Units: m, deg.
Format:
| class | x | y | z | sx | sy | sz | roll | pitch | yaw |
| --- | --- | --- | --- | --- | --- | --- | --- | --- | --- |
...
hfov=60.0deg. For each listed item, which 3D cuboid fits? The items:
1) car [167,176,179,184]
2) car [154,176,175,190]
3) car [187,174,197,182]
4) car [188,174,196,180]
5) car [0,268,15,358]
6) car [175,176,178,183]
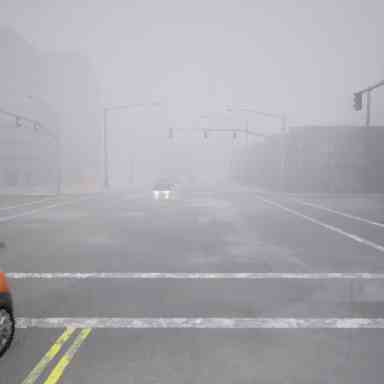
| class | x | y | z | sx | sy | sz | roll | pitch | yaw |
| --- | --- | --- | --- | --- | --- | --- | --- | --- | --- |
| car | -3.549 | -2.275 | 61.448 | 1.895 | 1.301 | 4.718 | 0 | 4 | 0 |
| car | -3.586 | -0.961 | 41.423 | 1.994 | 1.385 | 4.181 | 0 | 4 | 0 |
| car | 0.020 | -2.968 | 70.897 | 1.994 | 1.385 | 4.181 | 0 | 4 | 0 |
| car | 0.022 | -3.693 | 80.724 | 2.033 | 1.411 | 5.357 | 0 | 4 | 0 |
| car | -3.522 | 1.320 | 2.653 | 2.097 | 1.767 | 4.553 | 0 | 1 | 1 |
| car | -3.580 | -1.689 | 51.329 | 1.837 | 1.490 | 4.892 | 0 | 4 | 0 |
